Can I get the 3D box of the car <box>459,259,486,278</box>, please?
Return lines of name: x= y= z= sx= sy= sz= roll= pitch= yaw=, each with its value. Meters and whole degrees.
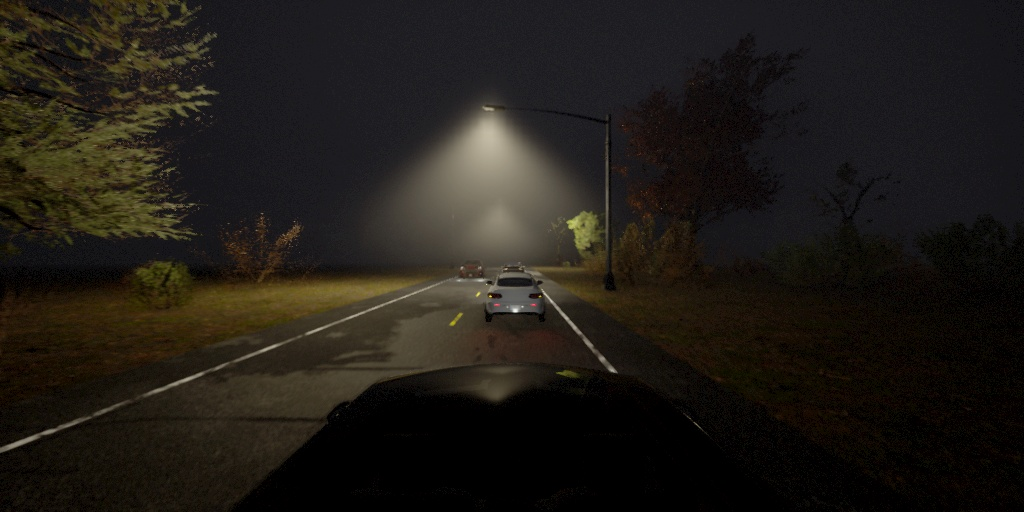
car: x=-3.600 y=1.096 z=33.386 sx=2.097 sy=1.767 sz=4.553 roll=0 pitch=0 yaw=0

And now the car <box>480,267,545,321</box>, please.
car: x=0.095 y=1.274 z=12.346 sx=1.812 sy=1.442 sz=4.674 roll=0 pitch=0 yaw=0

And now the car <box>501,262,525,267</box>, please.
car: x=0.088 y=1.236 z=30.185 sx=2.128 sy=1.511 sz=4.902 roll=0 pitch=0 yaw=0
